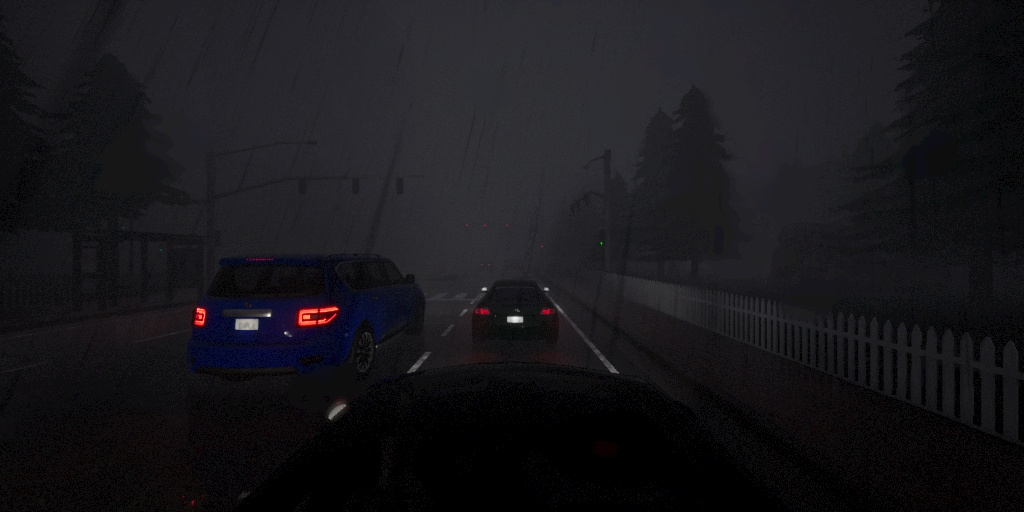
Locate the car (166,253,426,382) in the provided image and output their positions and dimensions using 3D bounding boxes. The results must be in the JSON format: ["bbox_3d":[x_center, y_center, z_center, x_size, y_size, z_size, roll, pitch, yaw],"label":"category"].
[{"bbox_3d":[-3.404,0.972,7.312,2.150,2.045,5.566,0,0,0],"label":"car"}]

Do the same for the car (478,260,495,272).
[{"bbox_3d":[-3.224,1.242,45.591,2.128,1.511,4.902,0,0,1],"label":"car"}]

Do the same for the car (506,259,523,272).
[{"bbox_3d":[0.278,1.102,45.664,2.097,1.767,4.553,0,0,0],"label":"car"}]

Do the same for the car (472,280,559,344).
[{"bbox_3d":[0.089,1.314,9.592,1.994,1.385,4.181,0,0,1],"label":"car"}]
